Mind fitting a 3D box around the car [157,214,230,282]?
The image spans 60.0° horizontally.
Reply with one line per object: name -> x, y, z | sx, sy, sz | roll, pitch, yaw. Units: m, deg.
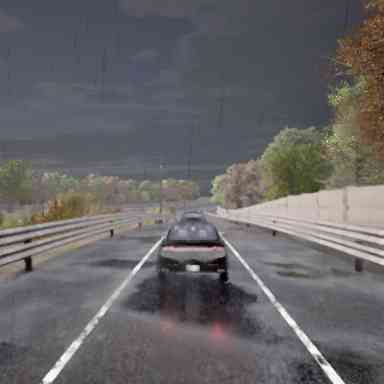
car -> 0.031, 1.636, 10.197 | 2.128, 1.511, 4.902 | 0, -2, 0

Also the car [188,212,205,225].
car -> 0.653, 3.333, 42.715 | 1.882, 1.535, 5.008 | 0, -4, 3

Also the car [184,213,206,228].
car -> 0.323, 2.666, 31.441 | 1.895, 1.301, 4.718 | 0, -4, 1

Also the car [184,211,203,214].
car -> 0.092, 2.116, 23.243 | 1.837, 1.490, 4.892 | 0, -3, 0
